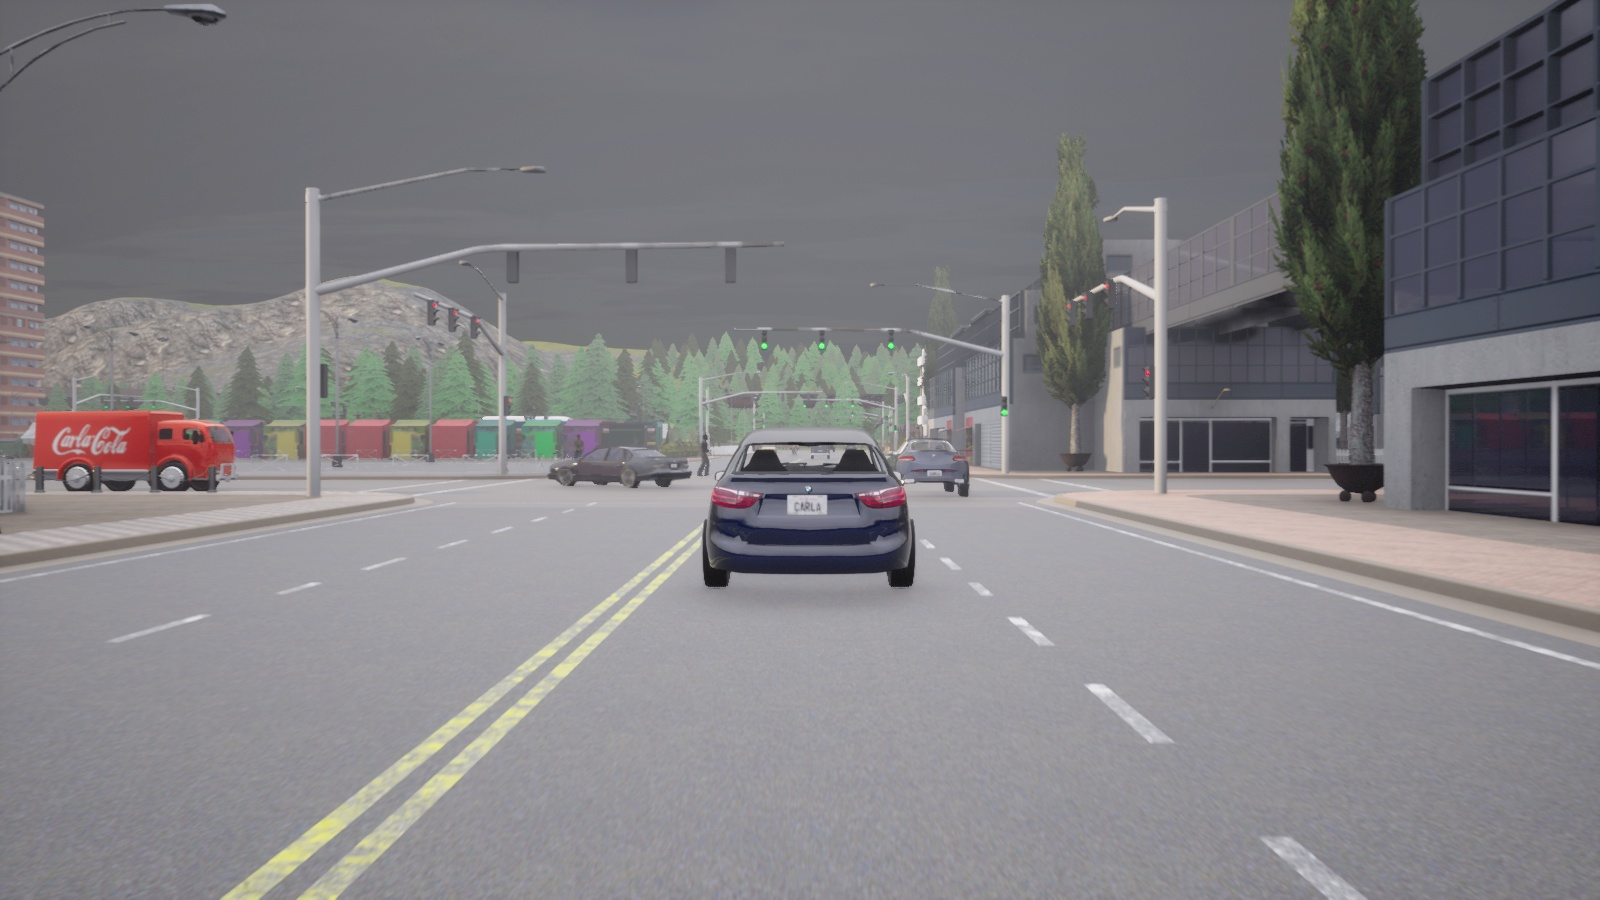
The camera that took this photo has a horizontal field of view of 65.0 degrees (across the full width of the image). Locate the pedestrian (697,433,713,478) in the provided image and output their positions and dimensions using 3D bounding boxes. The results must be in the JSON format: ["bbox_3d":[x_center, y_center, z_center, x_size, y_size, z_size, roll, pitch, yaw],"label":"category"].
[{"bbox_3d":[-4.075,0.221,54.046,0.666,1.930,0.402,0,0,-5],"label":"pedestrian"}]

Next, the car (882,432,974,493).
[{"bbox_3d":[3.647,0.321,36.663,2.152,1.651,5.027,0,0,0],"label":"car"}]

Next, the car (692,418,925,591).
[{"bbox_3d":[0.097,0.510,14.385,2.242,1.667,4.611,0,0,0],"label":"car"}]

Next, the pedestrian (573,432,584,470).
[{"bbox_3d":[-10.787,0.052,61.126,0.328,1.805,0.869,0,0,3],"label":"pedestrian"}]

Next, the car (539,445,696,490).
[{"bbox_3d":[-6.221,0.549,42.519,5.357,1.411,2.033,0,0,36],"label":"car"}]

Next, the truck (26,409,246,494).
[{"bbox_3d":[-19.770,0.032,37.606,5.204,2.467,2.627,0,0,0],"label":"truck"}]
